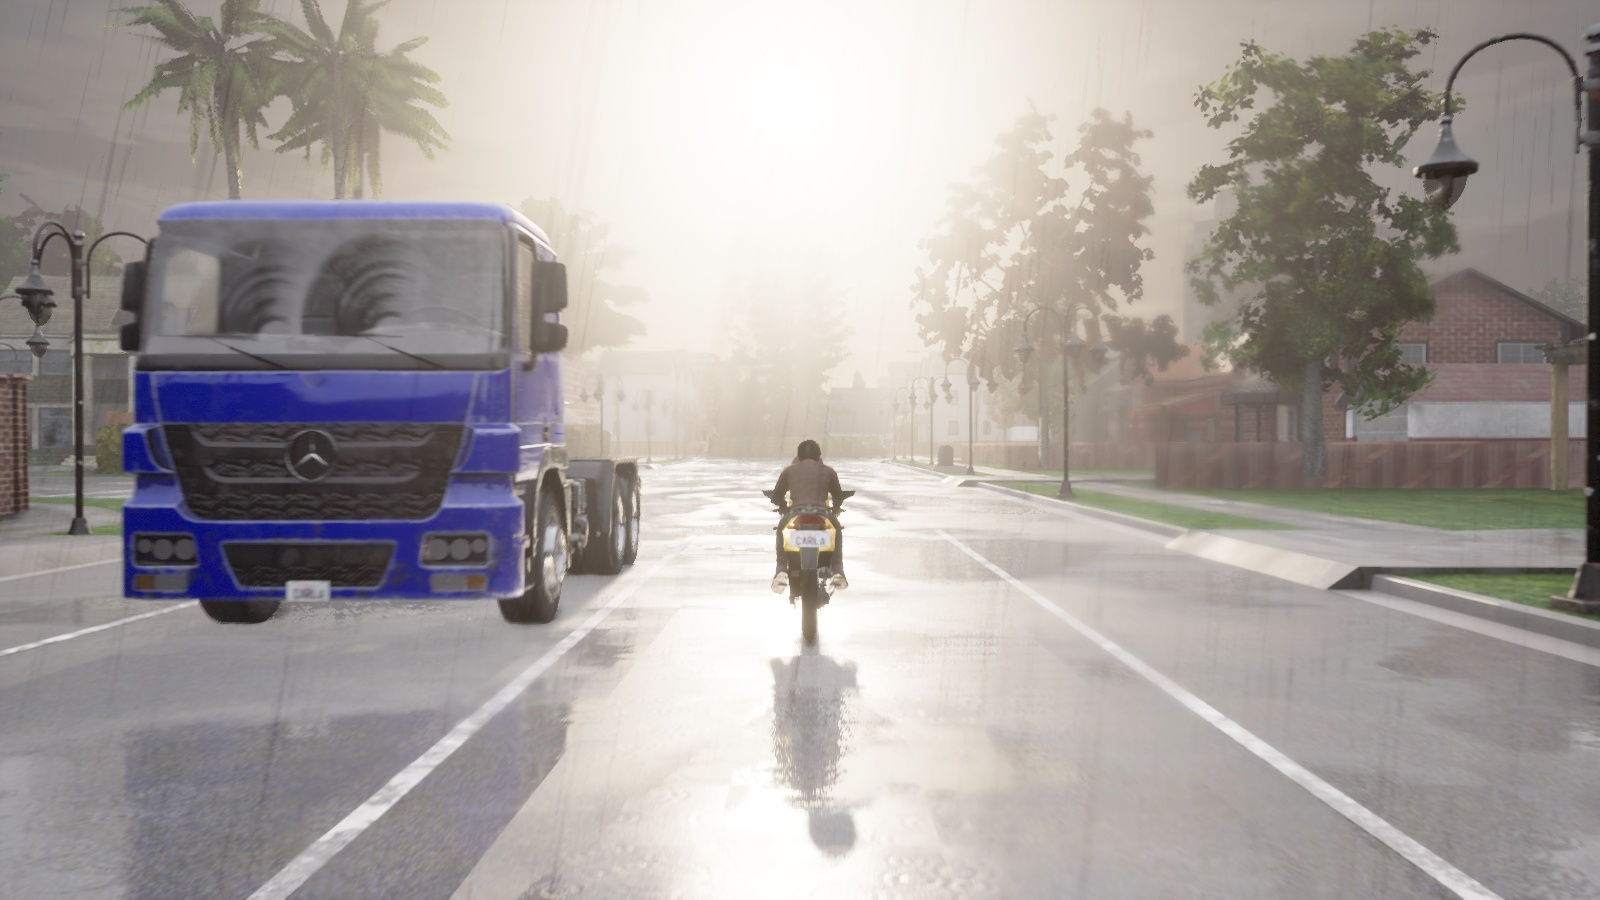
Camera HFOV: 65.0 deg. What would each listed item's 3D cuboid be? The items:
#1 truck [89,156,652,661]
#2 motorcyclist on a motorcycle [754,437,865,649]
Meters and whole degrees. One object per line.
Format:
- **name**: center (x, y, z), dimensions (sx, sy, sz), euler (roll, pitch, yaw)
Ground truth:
- **truck**: center (-3.413, -0.309, 12.586), dimensions (2.891, 3.462, 7.936), euler (0, 0, 0)
- **motorcyclist on a motorcycle**: center (0.072, 0.671, 10.036), dimensions (0.797, 1.523, 2.044), euler (0, 0, 0)
